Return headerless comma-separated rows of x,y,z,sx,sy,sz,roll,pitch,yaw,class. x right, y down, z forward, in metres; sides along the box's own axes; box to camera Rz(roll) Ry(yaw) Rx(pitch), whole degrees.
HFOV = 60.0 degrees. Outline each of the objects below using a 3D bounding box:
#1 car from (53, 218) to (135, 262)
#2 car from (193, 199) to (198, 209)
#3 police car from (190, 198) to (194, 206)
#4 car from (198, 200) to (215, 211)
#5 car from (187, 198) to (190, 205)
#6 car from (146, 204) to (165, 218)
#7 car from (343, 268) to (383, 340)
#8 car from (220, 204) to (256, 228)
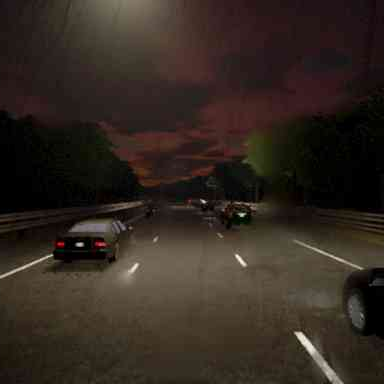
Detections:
-3.475,1.697,12.714,2.033,1.411,5.357,0,-1,-1,car
1.853,2.438,62.759,1.994,1.385,4.181,0,-1,-3,car
1.219,2.478,73.932,1.930,1.638,5.238,0,-1,-4,police car
2.377,2.303,51.722,1.895,1.301,4.718,0,-1,-2,car
0.499,2.725,84.875,2.128,1.511,4.902,0,-1,-4,car
-3.966,2.026,36.444,2.033,1.411,5.357,0,-1,-2,car
3.582,1.548,3.952,1.837,1.490,4.892,0,0,0,car
3.329,1.654,24.619,2.097,1.767,4.553,0,-1,-1,car
